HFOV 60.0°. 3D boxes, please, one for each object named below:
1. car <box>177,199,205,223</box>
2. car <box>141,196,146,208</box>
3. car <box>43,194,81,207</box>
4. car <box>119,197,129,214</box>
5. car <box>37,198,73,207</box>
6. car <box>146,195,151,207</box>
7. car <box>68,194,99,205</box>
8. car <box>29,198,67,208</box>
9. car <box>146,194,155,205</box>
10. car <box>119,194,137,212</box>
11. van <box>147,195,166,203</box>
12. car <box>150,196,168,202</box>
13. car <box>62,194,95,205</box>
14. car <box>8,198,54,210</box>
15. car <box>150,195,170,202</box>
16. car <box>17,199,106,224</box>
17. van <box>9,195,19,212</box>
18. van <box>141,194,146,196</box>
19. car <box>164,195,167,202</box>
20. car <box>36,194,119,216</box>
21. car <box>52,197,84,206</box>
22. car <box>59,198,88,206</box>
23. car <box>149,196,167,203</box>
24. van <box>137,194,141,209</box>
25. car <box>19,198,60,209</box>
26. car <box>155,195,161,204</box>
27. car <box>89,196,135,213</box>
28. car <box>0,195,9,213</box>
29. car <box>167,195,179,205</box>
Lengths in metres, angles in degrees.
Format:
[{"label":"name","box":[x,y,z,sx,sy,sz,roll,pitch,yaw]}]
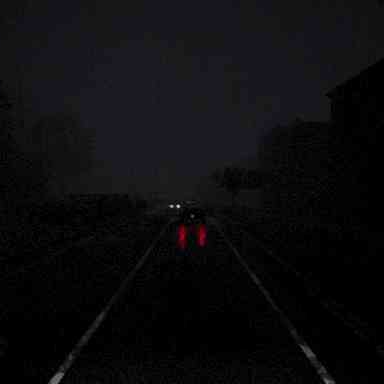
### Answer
[{"label":"car","box":[0.040,1.490,25.225,1.812,1.442,4.674,0,0,1]},{"label":"car","box":[-8.847,1.550,42.447,4.892,1.521,2.231,0,0,0]},{"label":"car","box":[-21.923,1.412,56.273,5.566,2.045,2.435,0,0,0]},{"label":"car","box":[-8.853,1.467,31.233,4.892,1.521,2.231,0,0,0]},{"label":"car","box":[-21.976,1.668,53.488,4.792,1.488,2.163,0,0,0]},{"label":"car","box":[-8.855,1.593,48.053,5.008,1.535,2.097,0,0,0]},{"label":"car","box":[-21.939,1.525,67.290,5.566,2.045,2.435,0,-1,0]},{"label":"car","box":[-21.914,1.646,50.703,4.792,1.488,2.163,0,0,0]},{"label":"car","box":[-8.892,1.365,50.858,5.566,2.045,2.435,0,0,0]},{"label":"car","box":[-8.876,1.234,34.039,5.566,2.045,2.435,0,0,0]},{"label":"van","box":[-8.792,1.710,81.690,4.442,1.987,1.878,0,-1,0]},{"label":"car","box":[-8.889,1.905,90.098,4.553,1.767,2.185,0,-1,0]},{"label":"car","box":[-21.934,1.495,64.629,5.566,2.045,2.435,0,-1,0]},{"label":"car","box":[-21.750,1.569,45.132,5.366,1.575,1.946,0,0,0]},{"label":"car","box":[-8.896,1.811,92.902,5.566,2.045,2.435,0,-1,0]},{"label":"car","box":[-8.844,1.436,22.828,4.892,1.521,2.231,0,0,0]},{"label":"van","box":[-22.044,1.278,36.777,4.442,1.987,1.878,0,0,0]},{"label":"van","box":[-8.973,1.345,45.251,4.442,1.987,1.878,0,0,0]},{"label":"car","box":[-8.871,1.903,76.081,4.792,1.488,2.163,0,-1,0]},{"label":"car","box":[-8.877,1.191,25.629,5.566,2.045,2.435,0,0,0]},{"label":"car","box":[-21.950,1.690,59.058,5.008,1.535,2.097,0,-1,0]},{"label":"car","box":[-21.957,1.755,61.718,4.674,1.452,2.002,0,-1,0]},{"label":"car","box":[-8.885,1.874,87.295,4.553,1.767,2.185,0,-1,0]},{"label":"van","box":[-8.734,1.300,39.644,4.442,1.987,1.878,0,0,0]},{"label":"car","box":[-21.934,1.594,47.918,5.008,1.535,2.097,0,0,0]},{"label":"car","box":[-8.875,1.717,62.069,5.008,1.535,2.097,0,-1,0]},{"label":"car","box":[-8.817,1.378,36.839,4.553,1.767,2.185,0,0,0]},{"label":"car","box":[-21.896,1.360,33.996,4.553,1.767,2.185,0,0,0]},{"label":"car","box":[-3.277,1.839,64.650,1.994,1.385,4.181,0,-1,1]}]
